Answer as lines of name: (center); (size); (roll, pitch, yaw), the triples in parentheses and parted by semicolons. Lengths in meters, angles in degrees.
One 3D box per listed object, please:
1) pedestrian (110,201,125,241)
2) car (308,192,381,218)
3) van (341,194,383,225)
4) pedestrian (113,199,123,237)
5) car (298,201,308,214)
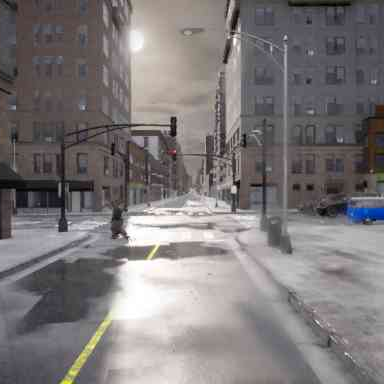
pedestrian: (-3.400, 1.291, 15.229); (0.375, 1.860, 0.375); (0, 0, 0)
car: (12.915, 1.034, 27.427); (5.566, 2.045, 2.150); (-1, 0, 0)
van: (12.217, 1.203, 21.553); (3.998, 1.788, 1.690); (-1, 1, 0)
pedestrian: (-3.672, 1.290, 16.520); (0.375, 1.860, 0.375); (0, 0, 0)
car: (12.237, 1.117, 30.077); (5.009, 1.841, 2.192); (-1, 1, 0)
